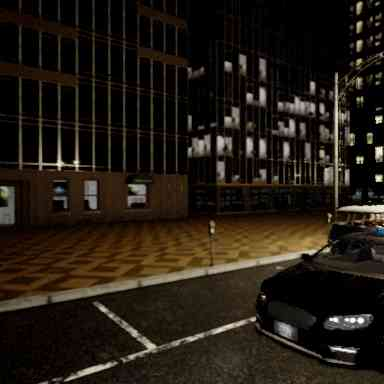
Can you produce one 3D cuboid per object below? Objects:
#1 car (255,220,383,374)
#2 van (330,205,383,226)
[{"bbox_3d":[3.181,1.491,5.644,4.902,1.511,2.128,0,0,-35],"label":"car"},{"bbox_3d":[6.253,1.339,11.016,3.998,1.788,1.690,0,0,-35],"label":"van"}]
